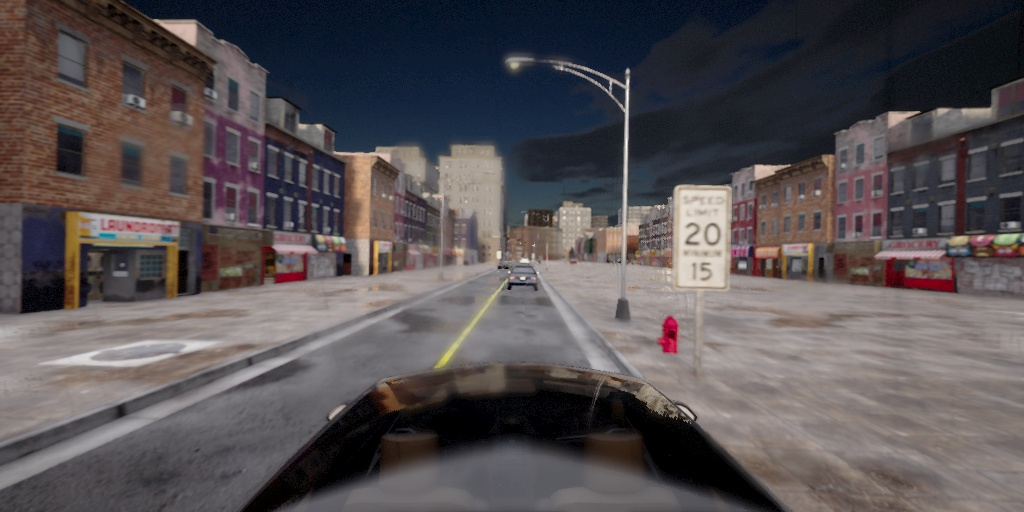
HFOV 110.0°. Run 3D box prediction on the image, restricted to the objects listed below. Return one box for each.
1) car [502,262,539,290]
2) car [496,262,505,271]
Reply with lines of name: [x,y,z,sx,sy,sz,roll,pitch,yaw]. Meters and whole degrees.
car: [0.701,1.314,22.674,2.033,1.411,5.357,1,0,2]
car: [-1.064,1.432,49.298,1.895,1.301,4.718,1,0,2]
